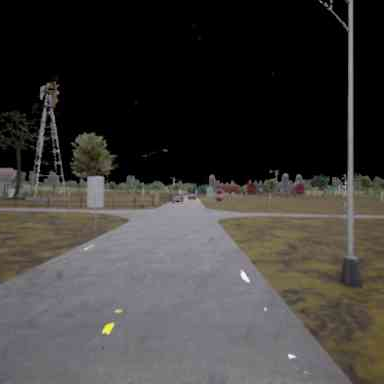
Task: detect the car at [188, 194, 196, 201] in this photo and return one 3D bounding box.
[{"bbox_3d":[0.011,1.303,80.474,1.882,1.535,5.008,0,0,0],"label":"car"}]

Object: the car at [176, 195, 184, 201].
[{"bbox_3d":[-2.740,1.432,77.068,1.895,1.301,4.718,0,0,0],"label":"car"}]

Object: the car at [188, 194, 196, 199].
[{"bbox_3d":[0.013,1.208,90.900,1.994,1.385,4.181,0,0,0],"label":"car"}]

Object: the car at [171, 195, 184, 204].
[{"bbox_3d":[-2.768,1.424,62.034,1.994,1.385,4.181,0,0,0],"label":"car"}]
